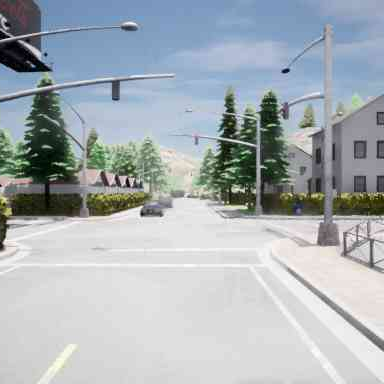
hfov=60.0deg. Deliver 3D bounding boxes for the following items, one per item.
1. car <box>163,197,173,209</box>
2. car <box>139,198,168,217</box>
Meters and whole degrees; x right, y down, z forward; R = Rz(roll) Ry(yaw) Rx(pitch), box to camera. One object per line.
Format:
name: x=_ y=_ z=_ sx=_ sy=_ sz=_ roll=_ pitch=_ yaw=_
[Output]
car: x=-3.603 y=1.477 z=45.348 sx=1.882 sy=1.535 sz=5.008 roll=0 pitch=0 yaw=0
car: x=-3.612 y=1.564 z=30.791 sx=1.994 sy=1.385 sz=4.181 roll=0 pitch=0 yaw=0
